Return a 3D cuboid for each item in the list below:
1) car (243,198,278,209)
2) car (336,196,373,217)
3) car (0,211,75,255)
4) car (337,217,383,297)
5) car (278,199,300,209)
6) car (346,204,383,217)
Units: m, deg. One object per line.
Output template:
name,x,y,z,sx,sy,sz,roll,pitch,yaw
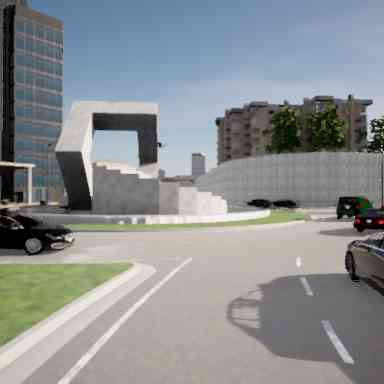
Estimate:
car,9.767,1.729,49.222,1.837,1.490,4.892,2,-1,-40
car,14.534,1.383,29.469,2.150,2.045,5.566,0,0,40
car,-7.036,1.529,12.917,4.892,1.490,1.837,1,0,6
car,4.726,1.532,7.038,2.128,1.511,4.902,0,-1,11
car,13.747,1.730,49.749,2.128,1.511,4.902,1,0,-35
car,11.355,1.662,20.024,2.033,1.411,5.357,0,0,42
